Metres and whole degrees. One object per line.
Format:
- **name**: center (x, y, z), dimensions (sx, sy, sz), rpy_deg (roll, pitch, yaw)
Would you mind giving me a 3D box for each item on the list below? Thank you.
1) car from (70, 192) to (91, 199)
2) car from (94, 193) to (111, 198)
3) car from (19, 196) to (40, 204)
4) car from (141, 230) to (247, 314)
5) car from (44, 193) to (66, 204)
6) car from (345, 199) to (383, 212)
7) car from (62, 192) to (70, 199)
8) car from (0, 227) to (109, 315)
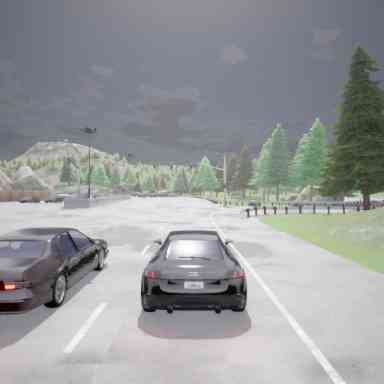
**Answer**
- **car**: center (-21.590, 1.135, 65.111), dimensions (2.097, 1.767, 4.553), rpy_deg (0, 0, 0)
- **car**: center (-21.726, 1.243, 79.637), dimensions (2.128, 1.511, 4.902), rpy_deg (0, 0, -1)
- **car**: center (-28.558, 1.376, 58.485), dimensions (1.994, 1.385, 4.181), rpy_deg (0, 0, 0)
- **car**: center (0.035, 1.563, 7.694), dimensions (1.994, 1.385, 4.181), rpy_deg (0, 0, 0)
- **car**: center (-25.072, 1.369, 60.078), dimensions (1.994, 1.385, 4.181), rpy_deg (0, 0, 0)
- **car**: center (19.349, 1.472, 37.099), dimensions (4.181, 1.385, 1.994), rpy_deg (0, 0, 9)
- **car**: center (-28.688, 0.959, 76.110), dimensions (2.150, 2.045, 5.566), rpy_deg (0, 0, -1)
- **car**: center (-3.464, 1.547, 7.846), dimensions (2.033, 1.411, 5.357), rpy_deg (0, 0, 0)
